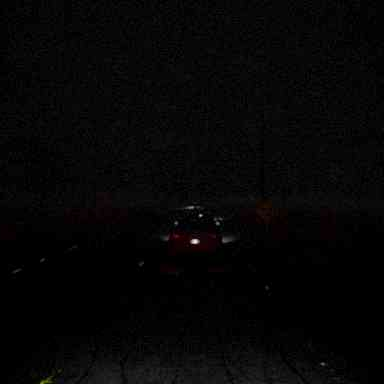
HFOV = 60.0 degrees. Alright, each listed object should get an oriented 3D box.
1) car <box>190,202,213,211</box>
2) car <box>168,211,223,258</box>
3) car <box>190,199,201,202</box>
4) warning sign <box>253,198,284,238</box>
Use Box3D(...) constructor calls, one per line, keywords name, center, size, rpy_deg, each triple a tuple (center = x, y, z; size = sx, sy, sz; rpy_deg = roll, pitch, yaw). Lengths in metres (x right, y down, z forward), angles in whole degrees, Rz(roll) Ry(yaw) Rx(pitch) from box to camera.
Box3D(name="car", center=(0.820, 1.830, 28.305), size=(1.994, 1.385, 4.181), rpy_deg=(0, -1, 4))
Box3D(name="car", center=(0.189, 1.687, 13.400), size=(1.994, 1.385, 4.181), rpy_deg=(0, 0, 2))
Box3D(name="car", center=(0.823, 2.167, 65.972), size=(2.128, 1.511, 4.902), rpy_deg=(0, -1, 8))
Box3D(name="warning sign", center=(3.861, 1.277, 16.937), size=(1.300, 1.860, 1.060), rpy_deg=(2, 2, 2))
